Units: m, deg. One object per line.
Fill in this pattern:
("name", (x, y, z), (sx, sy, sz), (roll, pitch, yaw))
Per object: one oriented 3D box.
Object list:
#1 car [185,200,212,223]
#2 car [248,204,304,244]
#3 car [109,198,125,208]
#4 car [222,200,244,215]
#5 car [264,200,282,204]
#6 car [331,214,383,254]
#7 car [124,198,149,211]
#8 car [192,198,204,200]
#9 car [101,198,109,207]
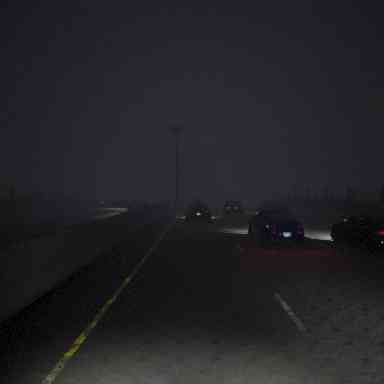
("car", (0.498, 1.542, 25.783), (1.994, 1.385, 4.181), (0, 0, 1))
("car", (3.839, 1.521, 15.597), (1.812, 1.442, 4.674), (0, 0, 1))
("car", (-9.811, 1.572, 46.702), (1.994, 1.385, 4.181), (0, -1, 1))
("car", (4.125, 1.528, 33.641), (2.033, 1.411, 5.357), (0, 0, 1))
("car", (7.587, 1.517, 31.272), (1.812, 1.442, 4.674), (0, 0, 1))
("car", (7.311, 1.570, 13.531), (1.994, 1.385, 4.181), (0, 0, 1))
("car", (-6.431, 1.550, 40.158), (1.895, 1.301, 4.718), (0, 0, 1))
("car", (0.774, 1.482, 42.918), (2.163, 1.488, 4.792), (0, 0, 1))
("car", (-13.165, 1.776, 53.806), (1.837, 1.490, 4.892), (0, -4, 1))
